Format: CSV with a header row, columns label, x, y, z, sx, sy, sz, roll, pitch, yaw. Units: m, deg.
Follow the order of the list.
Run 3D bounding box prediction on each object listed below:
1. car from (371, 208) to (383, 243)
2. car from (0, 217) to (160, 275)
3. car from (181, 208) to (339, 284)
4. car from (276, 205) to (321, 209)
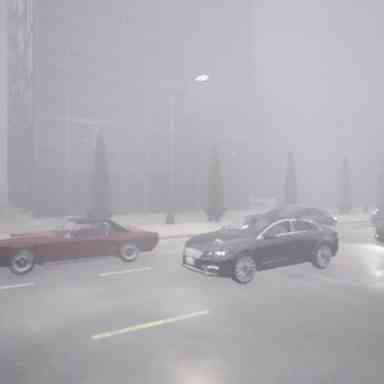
label,x,y,z,sx,sy,sz,roll,pitch,yaw
car,9.622,1.473,14.015,4.181,1.385,1.994,0,1,-32
car,-3.476,1.458,10.031,4.718,1.301,1.895,0,1,-32
car,2.045,1.397,9.318,4.902,1.511,2.128,0,1,-32
car,4.455,1.365,14.929,4.892,1.490,1.837,0,1,-32
